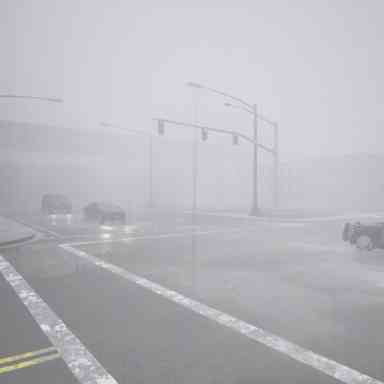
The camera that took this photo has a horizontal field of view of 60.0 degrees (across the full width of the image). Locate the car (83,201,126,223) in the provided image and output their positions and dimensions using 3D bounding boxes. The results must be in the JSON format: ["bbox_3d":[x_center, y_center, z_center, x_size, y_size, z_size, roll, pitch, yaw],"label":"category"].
[{"bbox_3d":[-6.886,1.503,25.943,1.882,1.535,5.008,0,0,-37],"label":"car"}]

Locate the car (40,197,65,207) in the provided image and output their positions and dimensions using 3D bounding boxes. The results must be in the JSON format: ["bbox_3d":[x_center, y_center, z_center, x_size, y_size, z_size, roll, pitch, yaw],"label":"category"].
[{"bbox_3d":[-22.365,1.581,53.429,2.033,1.411,5.357,0,0,-3],"label":"car"}]

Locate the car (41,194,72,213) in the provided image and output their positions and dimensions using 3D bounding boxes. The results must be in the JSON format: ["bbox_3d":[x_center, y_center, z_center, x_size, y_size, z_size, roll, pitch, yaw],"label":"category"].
[{"bbox_3d":[-15.246,1.246,37.223,2.150,2.045,5.566,0,0,-37],"label":"car"}]

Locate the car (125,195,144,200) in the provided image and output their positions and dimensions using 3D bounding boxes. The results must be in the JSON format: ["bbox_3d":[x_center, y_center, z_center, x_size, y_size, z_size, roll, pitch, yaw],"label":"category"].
[{"bbox_3d":[-15.356,1.550,92.984,4.974,1.542,2.038,0,0,25],"label":"car"}]

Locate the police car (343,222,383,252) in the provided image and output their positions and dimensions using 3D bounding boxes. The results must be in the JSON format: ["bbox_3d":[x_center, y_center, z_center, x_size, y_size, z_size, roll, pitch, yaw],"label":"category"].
[{"bbox_3d":[8.059,1.423,11.735,1.930,1.638,5.238,0,0,-36],"label":"police car"}]

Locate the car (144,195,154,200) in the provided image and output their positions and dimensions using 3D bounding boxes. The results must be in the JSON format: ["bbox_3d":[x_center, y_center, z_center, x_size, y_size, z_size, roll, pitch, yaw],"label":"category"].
[{"bbox_3d":[-11.625,1.557,93.041,2.038,1.542,4.974,0,0,-5],"label":"car"}]

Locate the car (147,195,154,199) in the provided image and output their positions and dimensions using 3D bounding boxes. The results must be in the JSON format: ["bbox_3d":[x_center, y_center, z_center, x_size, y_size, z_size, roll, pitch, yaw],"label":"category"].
[{"bbox_3d":[-11.630,1.399,93.093,1.853,1.218,4.536,0,0,-5],"label":"car"}]

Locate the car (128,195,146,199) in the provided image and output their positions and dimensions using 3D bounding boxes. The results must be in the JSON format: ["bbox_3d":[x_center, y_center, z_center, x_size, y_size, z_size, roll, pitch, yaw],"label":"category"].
[{"bbox_3d":[-15.403,1.392,93.006,4.536,1.218,1.853,0,0,25],"label":"car"}]
